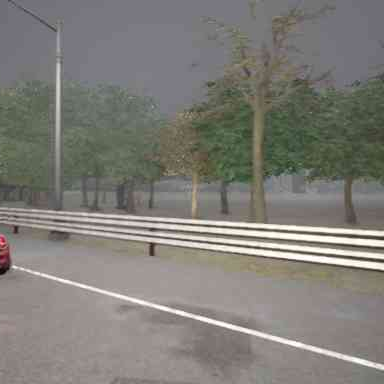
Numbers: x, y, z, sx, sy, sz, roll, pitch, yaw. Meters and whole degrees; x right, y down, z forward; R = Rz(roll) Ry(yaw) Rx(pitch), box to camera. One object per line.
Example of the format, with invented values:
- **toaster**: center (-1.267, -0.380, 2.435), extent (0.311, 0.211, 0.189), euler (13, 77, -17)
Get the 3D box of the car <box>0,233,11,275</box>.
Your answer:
- **car**: center (-7.022, 1.358, 9.263), extent (4.553, 1.767, 2.097), euler (0, 0, 37)
